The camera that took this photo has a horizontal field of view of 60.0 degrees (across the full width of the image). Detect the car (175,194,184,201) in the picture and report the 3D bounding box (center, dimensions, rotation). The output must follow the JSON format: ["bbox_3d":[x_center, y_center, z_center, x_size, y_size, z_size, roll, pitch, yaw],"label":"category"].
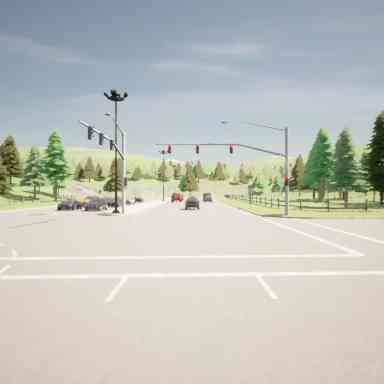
[{"bbox_3d":[-3.178,1.419,84.598,1.882,1.535,5.008,0,0,2],"label":"car"}]

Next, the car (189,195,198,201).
[{"bbox_3d":[0.321,1.466,84.503,2.128,1.511,4.902,0,0,2],"label":"car"}]

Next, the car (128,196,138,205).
[{"bbox_3d":[-11.533,1.601,59.738,1.895,1.301,4.718,0,0,1],"label":"car"}]

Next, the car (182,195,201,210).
[{"bbox_3d":[0.032,1.504,43.214,1.837,1.490,4.892,0,0,0],"label":"car"}]

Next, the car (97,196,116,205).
[{"bbox_3d":[-15.029,1.491,58.635,2.128,1.511,4.902,0,0,0],"label":"car"}]

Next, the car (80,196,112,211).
[{"bbox_3d":[-11.570,1.505,40.415,1.837,1.490,4.892,0,0,0],"label":"car"}]

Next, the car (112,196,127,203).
[{"bbox_3d":[-14.946,1.595,68.777,1.895,1.301,4.718,0,0,0],"label":"car"}]

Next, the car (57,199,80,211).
[{"bbox_3d":[-15.058,1.564,41.249,1.994,1.385,4.181,0,0,1],"label":"car"}]

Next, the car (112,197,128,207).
[{"bbox_3d":[-11.561,1.547,50.154,2.033,1.411,5.357,0,0,0],"label":"car"}]

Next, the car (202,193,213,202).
[{"bbox_3d":[3.591,1.536,73.814,2.033,1.411,5.357,0,0,1],"label":"car"}]

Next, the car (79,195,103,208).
[{"bbox_3d":[-15.057,1.352,49.756,2.097,1.767,4.553,0,0,0],"label":"car"}]

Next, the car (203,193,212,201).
[{"bbox_3d":[3.820,1.166,84.439,2.150,2.045,5.566,0,0,2],"label":"car"}]

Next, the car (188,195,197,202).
[{"bbox_3d":[0.095,1.475,74.233,1.882,1.535,5.008,0,0,1],"label":"car"}]

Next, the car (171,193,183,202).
[{"bbox_3d":[-3.409,1.221,73.853,2.150,2.045,5.566,0,0,1],"label":"car"}]

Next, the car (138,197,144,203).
[{"bbox_3d":[-11.445,1.595,69.931,1.895,1.301,4.718,0,0,0],"label":"car"}]
